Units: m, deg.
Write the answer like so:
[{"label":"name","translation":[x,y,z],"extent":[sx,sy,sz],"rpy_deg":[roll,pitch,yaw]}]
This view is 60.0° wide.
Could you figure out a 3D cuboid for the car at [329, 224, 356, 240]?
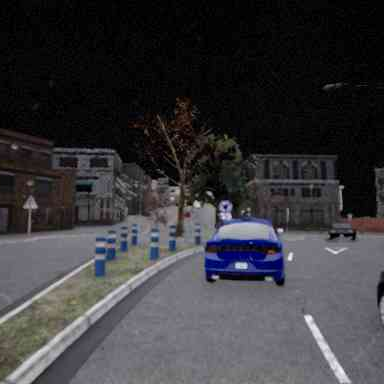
[{"label":"car","translation":[12.424,3.276,27.463],"extent":[1.895,1.301,4.718],"rpy_deg":[-3,-7,26]}]

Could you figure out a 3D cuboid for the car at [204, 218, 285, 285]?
[{"label":"car","translation":[1.592,1.491,9.566],"extent":[1.882,1.535,5.008],"rpy_deg":[-1,-2,13]}]

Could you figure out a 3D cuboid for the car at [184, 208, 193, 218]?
[{"label":"car","translation":[-1.629,5.880,91.140],"extent":[2.150,2.045,5.566],"rpy_deg":[0,0,4]}]

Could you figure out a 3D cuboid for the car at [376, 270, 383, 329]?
[{"label":"car","translation":[3.737,1.448,3.375],"extent":[1.882,1.535,5.008],"rpy_deg":[0,1,5]}]
